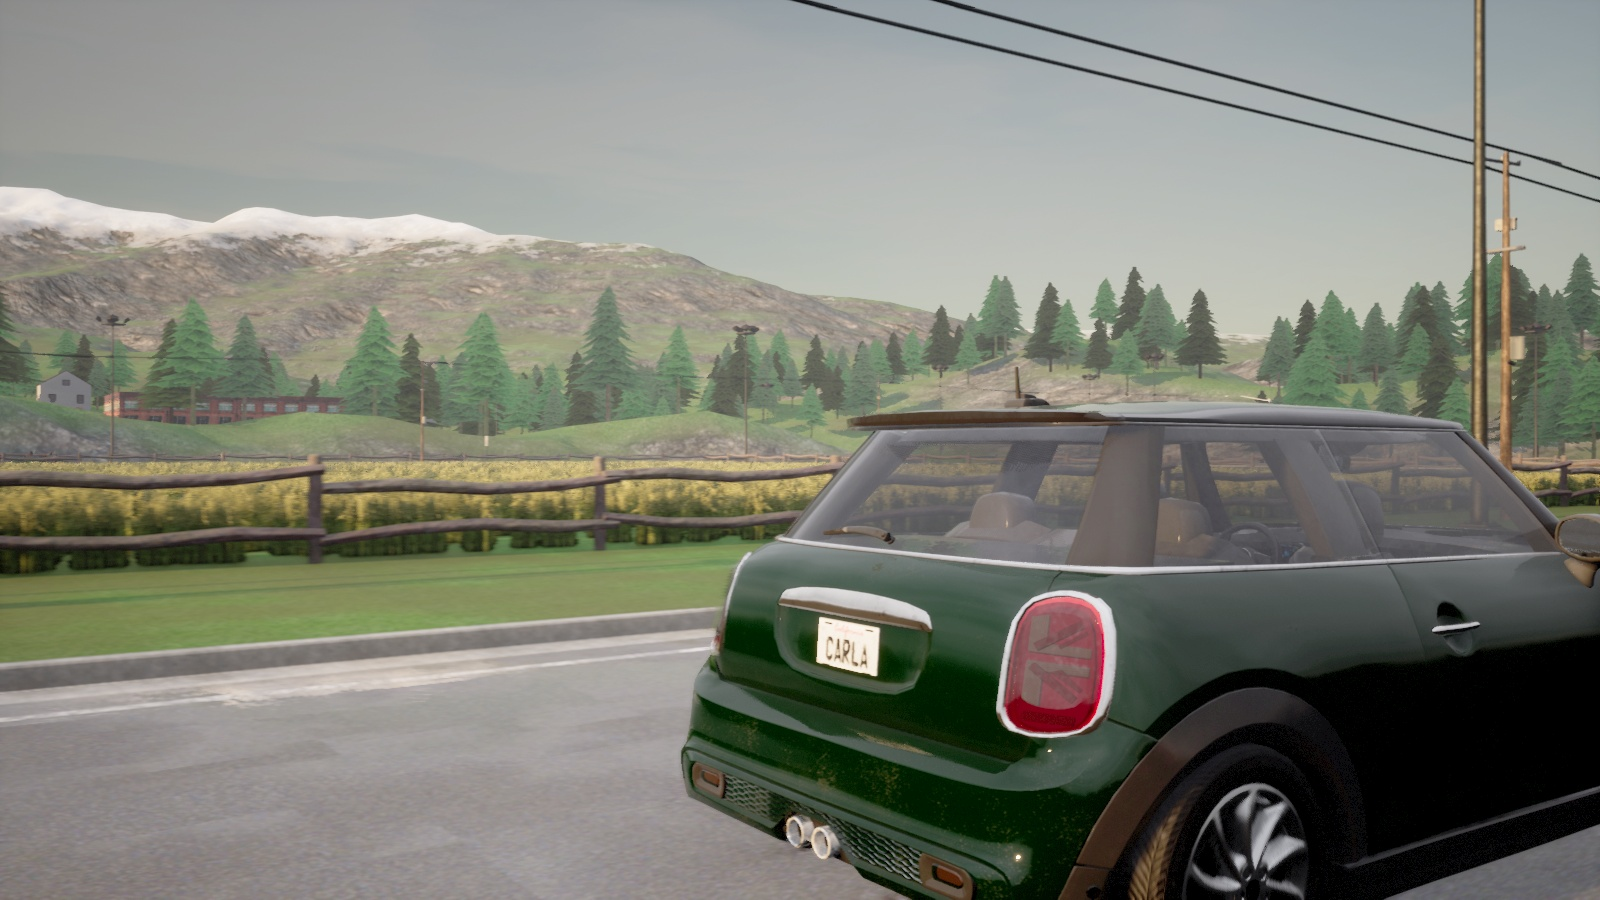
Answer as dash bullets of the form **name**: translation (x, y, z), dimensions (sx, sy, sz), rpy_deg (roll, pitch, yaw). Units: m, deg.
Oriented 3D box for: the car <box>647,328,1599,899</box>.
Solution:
- **car**: translation (1.915, 0.611, 4.992), dimensions (4.553, 1.767, 2.097), rpy_deg (0, 0, -35)
